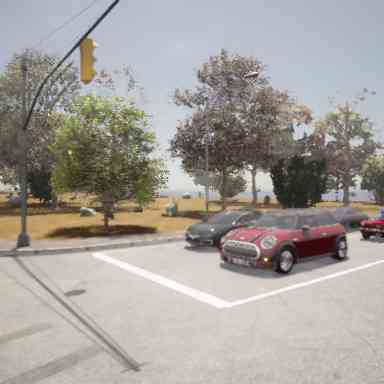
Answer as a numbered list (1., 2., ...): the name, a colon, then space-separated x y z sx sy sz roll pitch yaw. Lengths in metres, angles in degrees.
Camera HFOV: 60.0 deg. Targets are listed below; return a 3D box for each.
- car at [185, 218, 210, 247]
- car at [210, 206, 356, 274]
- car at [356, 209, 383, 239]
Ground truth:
1. car: 1.947 1.522 14.351 4.892 1.490 1.837 0 0 -38
2. car: 3.063 1.363 10.763 4.553 1.767 2.097 0 0 -38
3. car: 10.114 1.612 16.344 4.718 1.301 1.895 0 0 -39
